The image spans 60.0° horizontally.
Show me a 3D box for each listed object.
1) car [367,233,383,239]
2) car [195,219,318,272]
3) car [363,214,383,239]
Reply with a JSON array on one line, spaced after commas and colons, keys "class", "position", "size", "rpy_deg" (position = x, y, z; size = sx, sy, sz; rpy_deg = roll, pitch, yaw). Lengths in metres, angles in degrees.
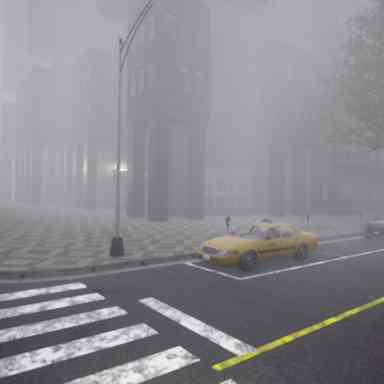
[{"class": "car", "position": [5.760, 1.598, 6.573], "size": [4.902, 1.511, 2.128], "rpy_deg": [1, -1, -38]}, {"class": "car", "position": [2.331, 1.621, 11.211], "size": [4.829, 1.417, 1.752], "rpy_deg": [1, 0, -38]}, {"class": "car", "position": [10.859, 1.793, 17.755], "size": [4.507, 1.381, 1.887], "rpy_deg": [1, 0, -38]}]
